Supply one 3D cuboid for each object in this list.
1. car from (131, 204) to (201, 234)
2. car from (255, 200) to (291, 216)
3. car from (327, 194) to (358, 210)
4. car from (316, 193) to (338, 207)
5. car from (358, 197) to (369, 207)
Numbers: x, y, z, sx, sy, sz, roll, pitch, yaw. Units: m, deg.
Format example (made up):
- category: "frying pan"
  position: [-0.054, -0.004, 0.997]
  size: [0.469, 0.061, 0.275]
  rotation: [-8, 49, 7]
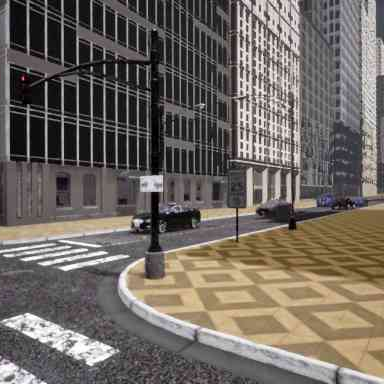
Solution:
- category: "car"
  position: [-1.386, 1.447, 19.244]
  size: [2.128, 1.511, 4.902]
  rotation: [0, 0, 37]
- category: "car"
  position: [7.919, 1.454, 31.668]
  size: [2.033, 1.411, 5.357]
  rotation: [0, 0, 37]
- category: "car"
  position: [18.385, 1.359, 40.405]
  size: [1.837, 1.490, 4.892]
  rotation: [0, 0, 37]
- category: "car"
  position: [19.179, 1.166, 46.545]
  size: [2.150, 2.045, 5.566]
  rotation: [0, 0, 37]
- category: "car"
  position: [24.597, 1.369, 48.773]
  size: [2.033, 1.411, 5.357]
  rotation: [0, 0, 37]
